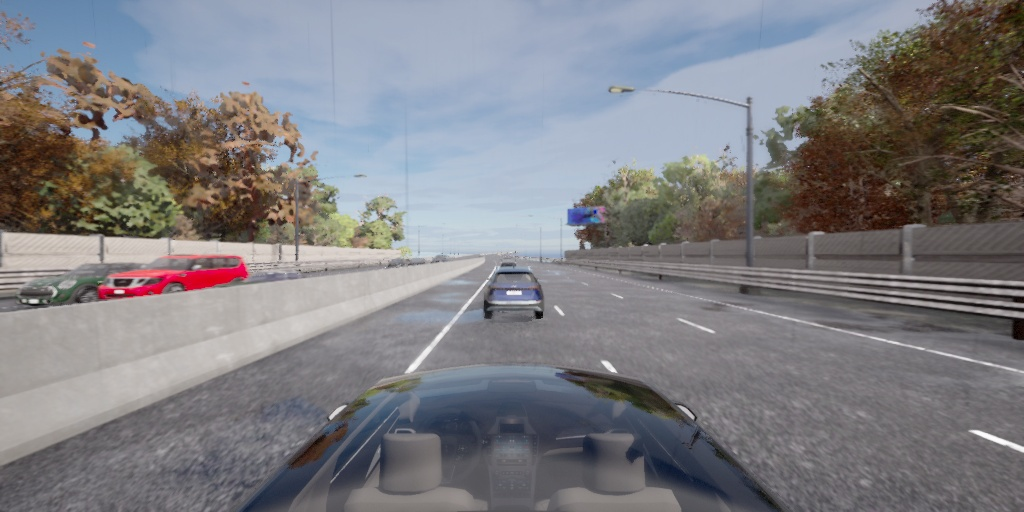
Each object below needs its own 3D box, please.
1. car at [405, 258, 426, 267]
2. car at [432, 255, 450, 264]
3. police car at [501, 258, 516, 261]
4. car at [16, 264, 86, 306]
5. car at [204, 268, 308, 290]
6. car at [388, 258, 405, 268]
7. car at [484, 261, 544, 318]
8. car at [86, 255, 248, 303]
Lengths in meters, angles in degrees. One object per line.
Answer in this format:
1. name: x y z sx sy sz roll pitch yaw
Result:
1. car: -14.939 1.107 56.846 1.882 1.535 5.008 0 0 -1
2. car: -11.472 0.846 58.131 2.150 2.045 5.566 0 0 -1
3. police car: -0.441 1.079 44.319 1.930 1.638 5.238 0 0 -1
4. car: -17.667 1.077 15.473 2.097 1.767 4.553 0 0 0
5. car: -10.670 1.323 15.960 1.895 1.301 4.718 0 0 0
6. car: -18.468 1.131 57.834 1.837 1.490 4.892 0 0 -1
7. car: 0.050 1.156 12.893 2.033 1.649 4.856 0 0 0
8. car: -14.168 0.948 15.675 2.150 2.045 5.566 0 0 -1
